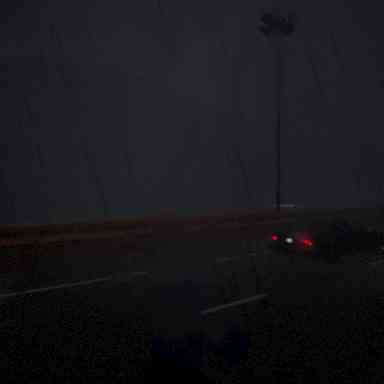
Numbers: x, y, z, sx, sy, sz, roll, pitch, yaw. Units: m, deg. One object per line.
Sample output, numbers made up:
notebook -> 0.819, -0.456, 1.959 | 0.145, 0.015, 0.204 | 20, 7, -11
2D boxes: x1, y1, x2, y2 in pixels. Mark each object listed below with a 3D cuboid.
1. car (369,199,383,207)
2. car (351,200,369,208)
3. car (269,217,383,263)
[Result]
car -> 29.376, 1.817, 49.876 | 4.892, 1.490, 1.837 | 0, 0, -27
car -> 27.485, 1.929, 52.863 | 4.718, 1.301, 1.895 | 0, 0, -27
car -> 5.138, 1.624, 12.291 | 5.357, 1.411, 2.033 | 0, 0, -38
